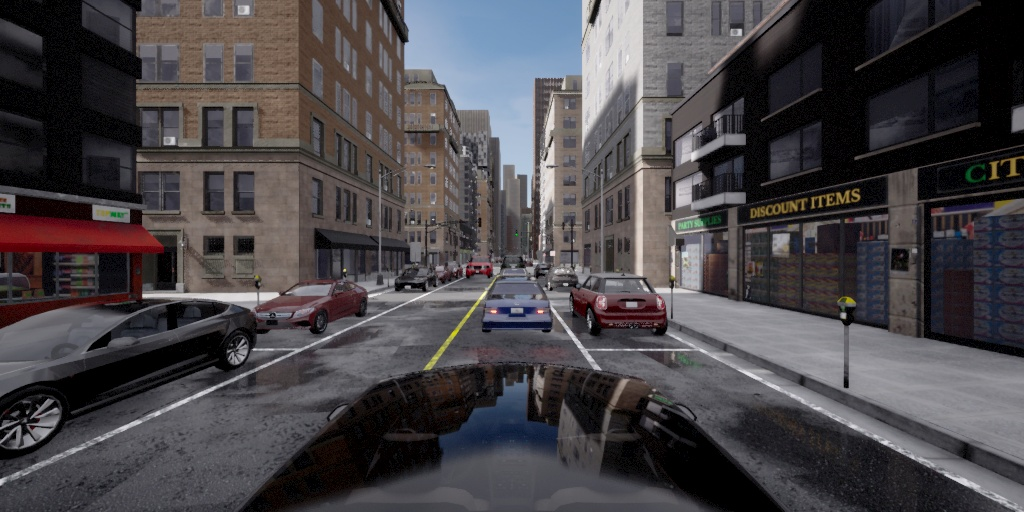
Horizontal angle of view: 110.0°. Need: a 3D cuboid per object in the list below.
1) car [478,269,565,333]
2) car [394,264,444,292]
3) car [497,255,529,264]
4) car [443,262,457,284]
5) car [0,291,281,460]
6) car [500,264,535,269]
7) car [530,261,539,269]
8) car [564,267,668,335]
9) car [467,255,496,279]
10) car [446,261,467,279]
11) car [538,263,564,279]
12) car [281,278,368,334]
[{"bbox_3d":[0.121,1.297,10.736,2.033,1.411,5.357,0,0,0],"label":"car"},{"bbox_3d":[-5.624,1.317,21.544,1.948,1.339,4.313,0,0,0],"label":"car"},{"bbox_3d":[0.079,0.975,31.277,2.150,2.045,5.566,0,0,-1],"label":"car"},{"bbox_3d":[-5.610,1.334,27.045,1.802,1.307,4.207,0,0,0],"label":"car"},{"bbox_3d":[-5.664,1.316,5.040,1.948,1.339,4.313,0,0,0],"label":"car"},{"bbox_3d":[0.145,1.352,21.241,1.895,1.301,4.718,0,0,0],"label":"car"},{"bbox_3d":[2.929,1.319,32.526,1.948,1.339,4.313,0,0,0],"label":"car"},{"bbox_3d":[2.875,1.190,10.520,1.967,1.591,4.097,0,0,0],"label":"car"},{"bbox_3d":[-2.928,0.964,33.213,2.150,2.045,5.566,0,0,0],"label":"car"},{"bbox_3d":[-5.597,1.193,32.547,1.967,1.591,4.097,0,0,0],"label":"car"},{"bbox_3d":[2.902,1.301,21.523,2.007,1.370,4.403,0,0,0],"label":"car"},{"bbox_3d":[-5.650,1.332,10.542,1.802,1.307,4.207,0,0,0],"label":"car"}]
